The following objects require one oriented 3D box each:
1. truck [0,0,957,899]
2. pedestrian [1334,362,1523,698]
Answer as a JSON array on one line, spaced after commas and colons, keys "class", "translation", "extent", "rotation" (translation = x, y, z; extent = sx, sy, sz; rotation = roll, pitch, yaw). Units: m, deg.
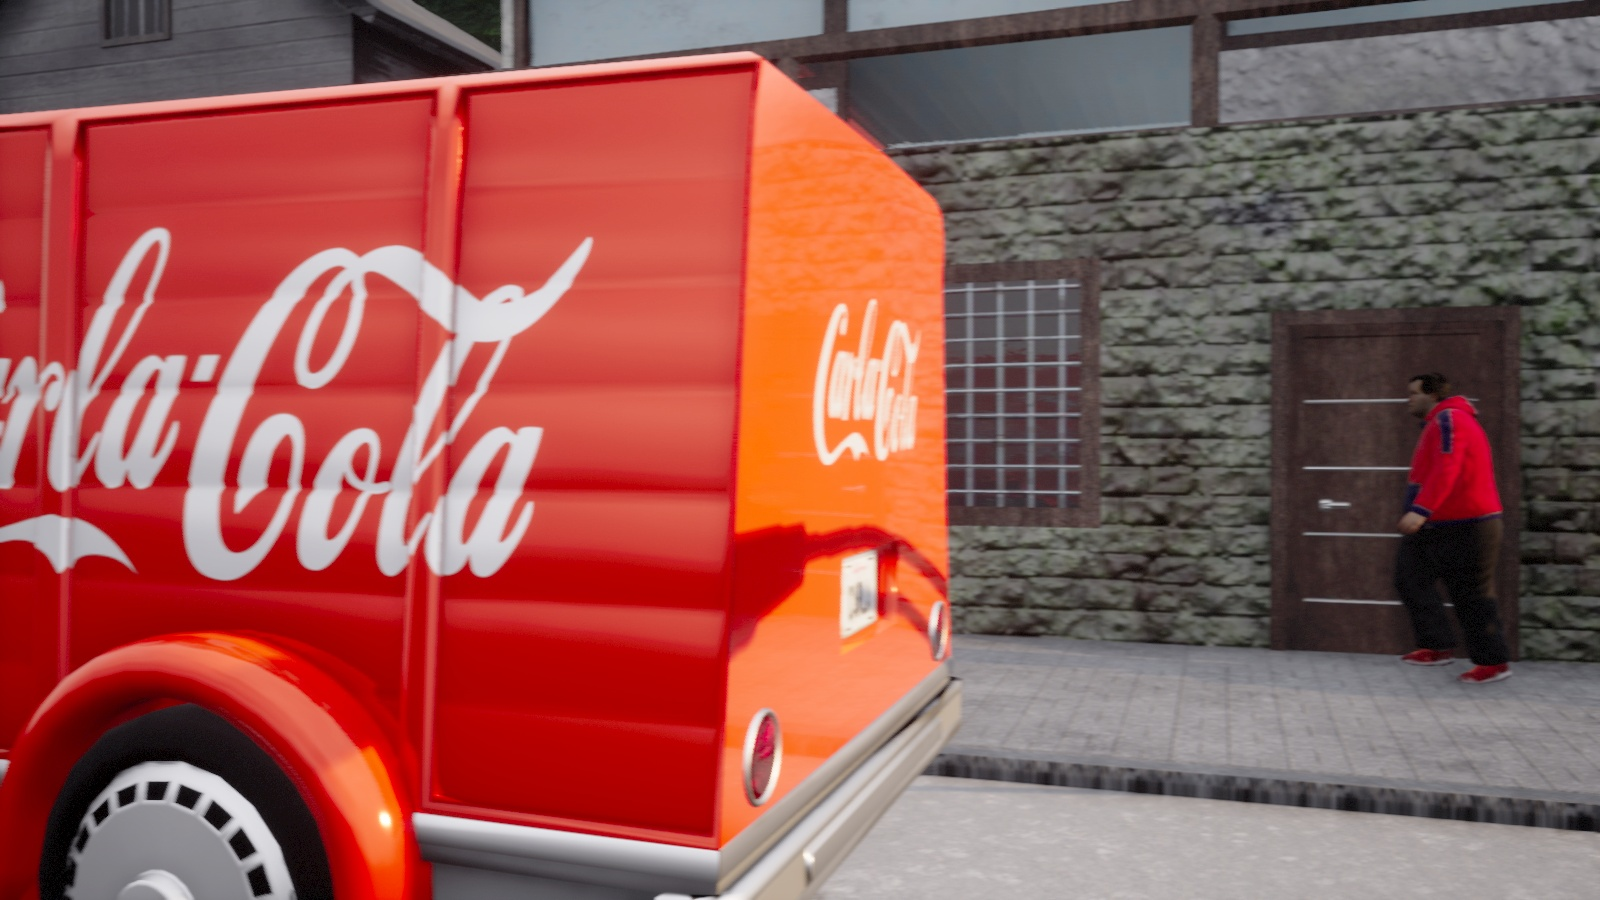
[{"class": "truck", "translation": [-2.291, 0.267, 4.480], "extent": [5.204, 2.467, 2.627], "rotation": [1, 1, 19]}, {"class": "pedestrian", "translation": [3.639, 0.432, 7.341], "extent": [0.899, 1.844, 0.634], "rotation": [1, 1, 20]}]
